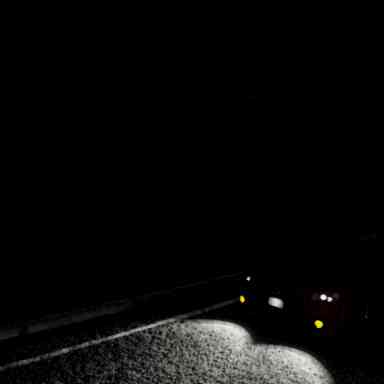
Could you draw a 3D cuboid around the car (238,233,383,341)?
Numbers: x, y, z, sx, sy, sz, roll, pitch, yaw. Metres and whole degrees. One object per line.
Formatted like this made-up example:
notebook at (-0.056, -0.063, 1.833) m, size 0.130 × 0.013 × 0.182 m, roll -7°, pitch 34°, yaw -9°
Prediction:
car at (2.845, 1.541, 6.545) m, size 4.181 × 1.385 × 1.994 m, roll -1°, pitch 1°, yaw -40°
